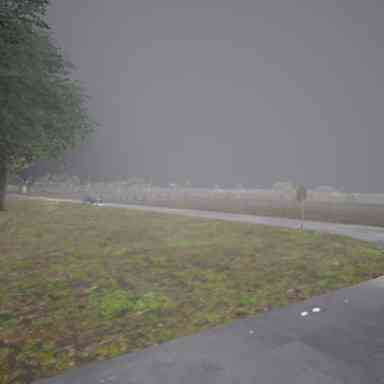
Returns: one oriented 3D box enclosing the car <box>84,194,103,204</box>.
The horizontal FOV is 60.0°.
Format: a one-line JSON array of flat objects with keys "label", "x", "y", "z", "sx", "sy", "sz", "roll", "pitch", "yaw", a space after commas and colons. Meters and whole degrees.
[{"label": "car", "x": -15.489, "y": 1.021, "z": 52.241, "sx": 2.128, "sy": 1.511, "sz": 4.902, "roll": 2, "pitch": -1, "yaw": -35}]
